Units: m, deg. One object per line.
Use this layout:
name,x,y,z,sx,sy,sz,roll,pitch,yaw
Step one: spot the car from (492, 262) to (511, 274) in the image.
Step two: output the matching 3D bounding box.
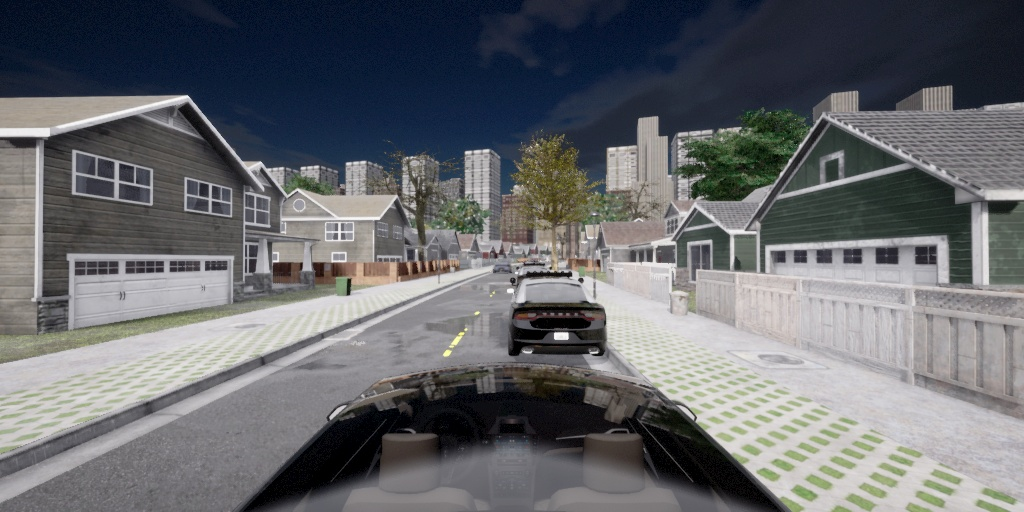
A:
car,-1.016,1.342,40.943,1.994,1.385,4.181,0,0,5

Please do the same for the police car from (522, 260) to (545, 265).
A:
police car,1.172,1.182,18.704,1.930,1.638,5.238,0,0,2

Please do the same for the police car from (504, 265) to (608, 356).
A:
police car,0.894,1.177,8.751,1.930,1.638,5.238,0,0,1
